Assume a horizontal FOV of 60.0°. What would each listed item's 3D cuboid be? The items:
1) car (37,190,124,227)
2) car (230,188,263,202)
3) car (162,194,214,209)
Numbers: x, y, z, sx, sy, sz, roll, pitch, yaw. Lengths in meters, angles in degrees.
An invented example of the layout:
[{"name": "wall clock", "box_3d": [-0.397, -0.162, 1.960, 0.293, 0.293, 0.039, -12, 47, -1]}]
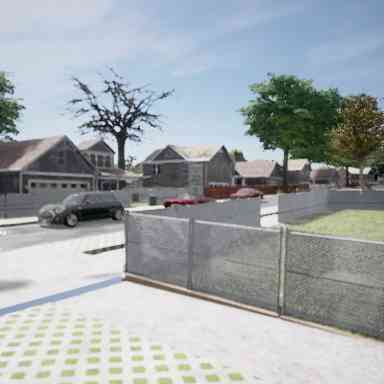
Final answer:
[{"name": "car", "box_3d": [-5.906, 0.790, 18.015, 2.097, 1.767, 4.553, 1, 2, 35]}, {"name": "car", "box_3d": [5.678, 0.363, 34.465, 1.882, 1.535, 5.008, 1, 2, 35]}, {"name": "car", "box_3d": [-0.223, 0.766, 26.102, 1.895, 1.301, 4.718, 1, 2, 35]}]
